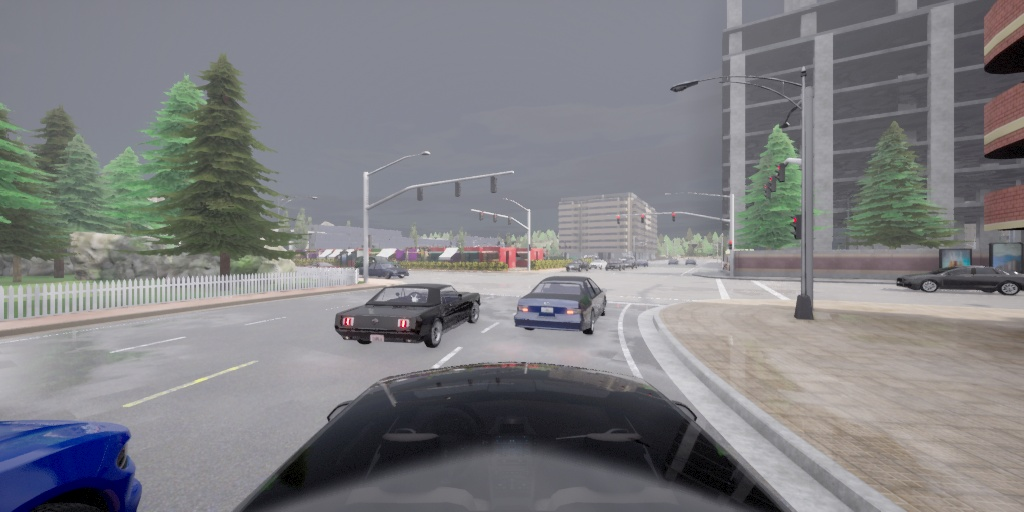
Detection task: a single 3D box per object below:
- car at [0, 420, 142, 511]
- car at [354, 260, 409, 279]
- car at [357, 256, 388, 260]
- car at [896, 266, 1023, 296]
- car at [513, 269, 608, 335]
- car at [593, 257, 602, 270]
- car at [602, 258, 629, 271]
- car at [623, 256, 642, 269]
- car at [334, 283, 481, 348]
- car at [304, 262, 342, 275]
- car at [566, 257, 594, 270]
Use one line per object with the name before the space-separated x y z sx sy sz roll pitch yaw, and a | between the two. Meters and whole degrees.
car | -3.214 1.228 0.137 1.882 1.535 5.008 0 0 -2
car | -12.023 1.353 33.242 5.357 1.411 2.033 0 0 31
car | -14.661 1.027 38.837 5.566 2.045 2.150 0 0 30
car | 25.042 1.310 20.059 4.892 1.490 1.837 0 0 30
car | 1.679 1.297 10.673 2.033 1.411 5.357 0 0 20
car | 13.104 1.276 54.366 1.812 1.442 4.674 0 0 30
car | 14.274 1.314 49.342 1.994 1.385 4.181 0 0 30
car | 18.705 1.241 57.086 2.128 1.511 4.902 0 0 30
car | -2.256 1.351 9.317 1.895 1.301 4.718 0 0 11
car | -20.056 1.331 37.922 4.674 1.442 1.812 0 0 30
car | 8.528 1.241 46.358 2.128 1.511 4.902 0 0 30
